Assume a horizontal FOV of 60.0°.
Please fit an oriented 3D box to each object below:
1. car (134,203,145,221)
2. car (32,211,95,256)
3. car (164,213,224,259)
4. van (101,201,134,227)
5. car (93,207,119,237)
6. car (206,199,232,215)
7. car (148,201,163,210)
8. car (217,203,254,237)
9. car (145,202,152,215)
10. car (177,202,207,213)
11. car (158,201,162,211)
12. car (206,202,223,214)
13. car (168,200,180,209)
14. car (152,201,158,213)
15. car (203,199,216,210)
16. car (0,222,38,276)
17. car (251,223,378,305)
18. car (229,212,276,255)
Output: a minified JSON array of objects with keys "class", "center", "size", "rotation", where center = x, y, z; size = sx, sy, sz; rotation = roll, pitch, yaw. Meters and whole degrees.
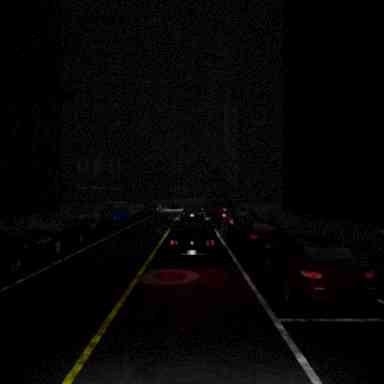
[{"class":"car","center":[-5.758,1.841,30.378],"size":[1.752,1.417,4.829],"rotation":[0,-1,0]},{"class":"car","center":[-5.762,1.691,13.639],"size":[2.008,1.369,4.403],"rotation":[0,-1,0]},{"class":"car","center":[0.023,1.737,13.255],"size":[1.895,1.301,4.718],"rotation":[0,-1,0]},{"class":"van","center":[-5.760,1.599,24.914],"size":[1.690,1.788,3.998],"rotation":[0,-1,0]},{"class":"car","center":[-5.761,1.780,19.276],"size":[1.802,1.307,4.206],"rotation":[0,-1,0]},{"class":"car","center":[2.766,1.633,30.552],"size":[2.192,1.841,5.009],"rotation":[0,-1,0]},{"class":"car","center":[-5.752,2.116,53.093],"size":[2.008,1.369,4.403],"rotation":[0,-1,0]},{"class":"car","center":[2.764,1.639,19.280],"size":[1.967,1.590,4.097],"rotation":[0,-1,0]},{"class":"car","center":[-5.756,1.961,36.184],"size":[1.802,1.307,4.206],"rotation":[0,-1,0]},{"class":"car","center":[0.030,1.861,28.561],"size":[1.994,1.385,4.181],"rotation":[0,-1,1]},{"class":"car","center":[-5.754,2.069,47.457],"size":[1.947,1.339,4.313],"rotation":[0,-1,0]},{"class":"car","center":[2.770,2.006,41.821],"size":[1.947,1.339,4.313],"rotation":[0,-1,0]},{"class":"car","center":[-3.012,2.084,56.801],"size":[1.882,1.535,5.008],"rotation":[0,-1,0]},{"class":"car","center":[-5.755,2.006,41.821],"size":[1.947,1.339,4.313],"rotation":[0,-1,0]},{"class":"car","center":[2.772,2.006,53.094],"size":[1.967,1.590,4.097],"rotation":[0,-1,0]},{"class":"car","center":[-5.763,1.648,8.003],"size":[1.947,1.339,4.313],"rotation":[0,-1,0]},{"class":"car","center":[2.762,1.664,8.006],"size":[1.802,1.307,4.206],"rotation":[0,-1,0]},{"class":"car","center":[2.763,1.722,13.642],"size":[1.802,1.307,4.206],"rotation":[0,-1,0]}]
